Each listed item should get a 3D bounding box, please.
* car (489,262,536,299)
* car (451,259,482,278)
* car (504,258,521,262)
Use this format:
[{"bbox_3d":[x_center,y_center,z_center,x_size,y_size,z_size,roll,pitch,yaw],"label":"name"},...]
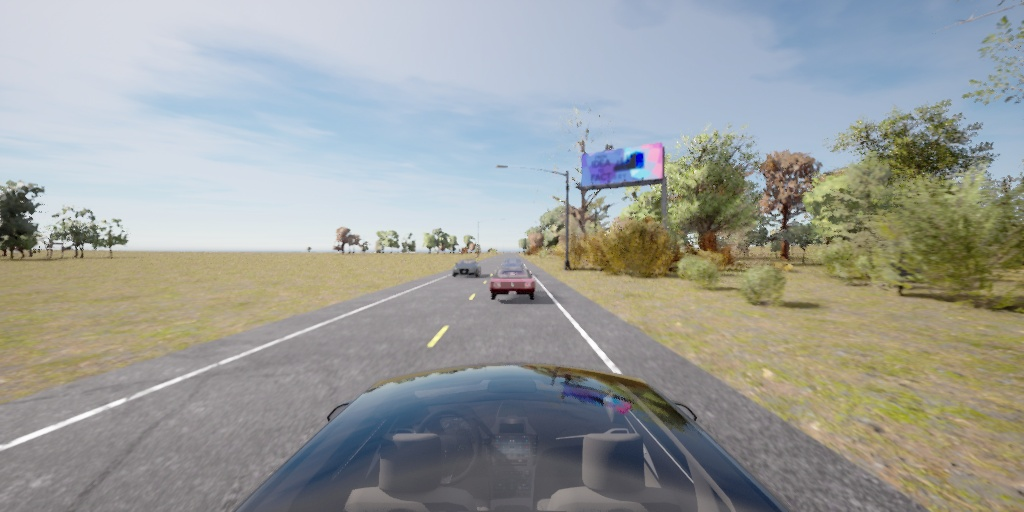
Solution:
[{"bbox_3d":[0.035,1.146,16.405,1.895,1.301,4.718,0,1,0],"label":"car"},{"bbox_3d":[-3.522,0.943,28.428,1.994,1.385,4.181,0,1,0],"label":"car"},{"bbox_3d":[0.066,0.888,31.127,2.033,1.411,5.357,0,1,0],"label":"car"}]
